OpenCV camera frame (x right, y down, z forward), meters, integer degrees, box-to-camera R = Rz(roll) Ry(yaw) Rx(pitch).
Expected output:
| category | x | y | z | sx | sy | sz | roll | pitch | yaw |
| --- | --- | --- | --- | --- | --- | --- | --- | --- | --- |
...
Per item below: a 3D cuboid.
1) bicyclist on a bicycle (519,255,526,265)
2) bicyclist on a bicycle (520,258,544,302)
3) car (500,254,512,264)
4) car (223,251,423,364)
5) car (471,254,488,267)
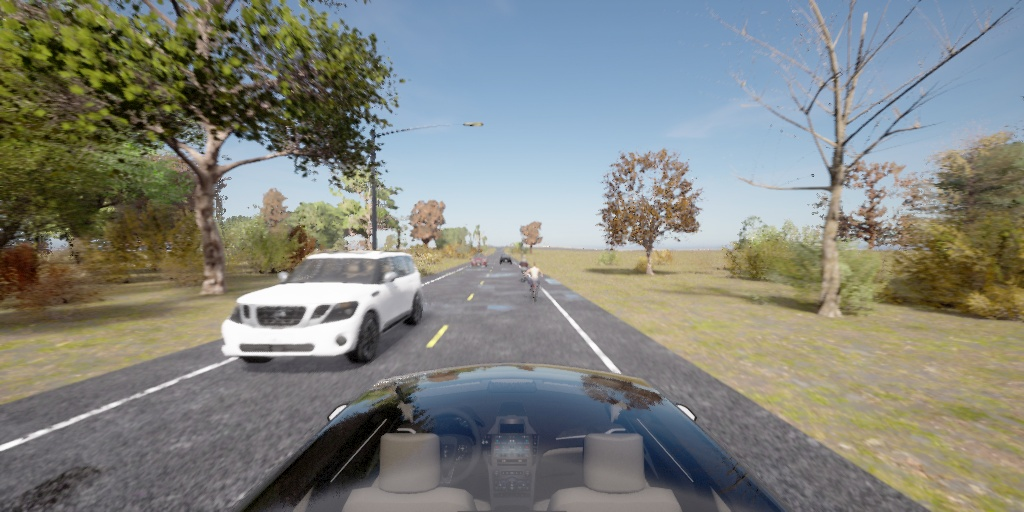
| category | x | y | z | sx | sy | sz | roll | pitch | yaw |
| --- | --- | --- | --- | --- | --- | --- | --- | --- | --- |
| bicyclist on a bicycle | 0.786 | 0.842 | 23.395 | 0.659 | 1.776 | 1.843 | 0 | 1 | -1 |
| bicyclist on a bicycle | 0.913 | 1.019 | 14.795 | 0.866 | 1.612 | 1.509 | 0 | 1 | -1 |
| car | -0.984 | 0.509 | 57.517 | 1.882 | 1.535 | 5.008 | 0 | 1 | -2 |
| car | -3.619 | 0.895 | 8.226 | 2.150 | 2.045 | 5.566 | 0 | 0 | 0 |
| car | -4.343 | 0.509 | 48.190 | 2.097 | 1.767 | 4.553 | 0 | 1 | -1 |
